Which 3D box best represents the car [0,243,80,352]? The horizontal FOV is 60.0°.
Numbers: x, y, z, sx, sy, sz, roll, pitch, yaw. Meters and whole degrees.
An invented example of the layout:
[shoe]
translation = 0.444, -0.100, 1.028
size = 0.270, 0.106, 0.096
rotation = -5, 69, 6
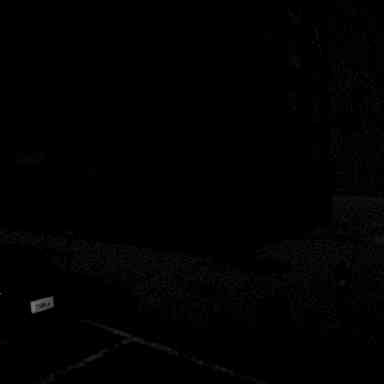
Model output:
[car]
translation = -3.724, 1.566, 5.732
size = 4.313, 1.339, 1.947
rotation = 0, 0, 35
